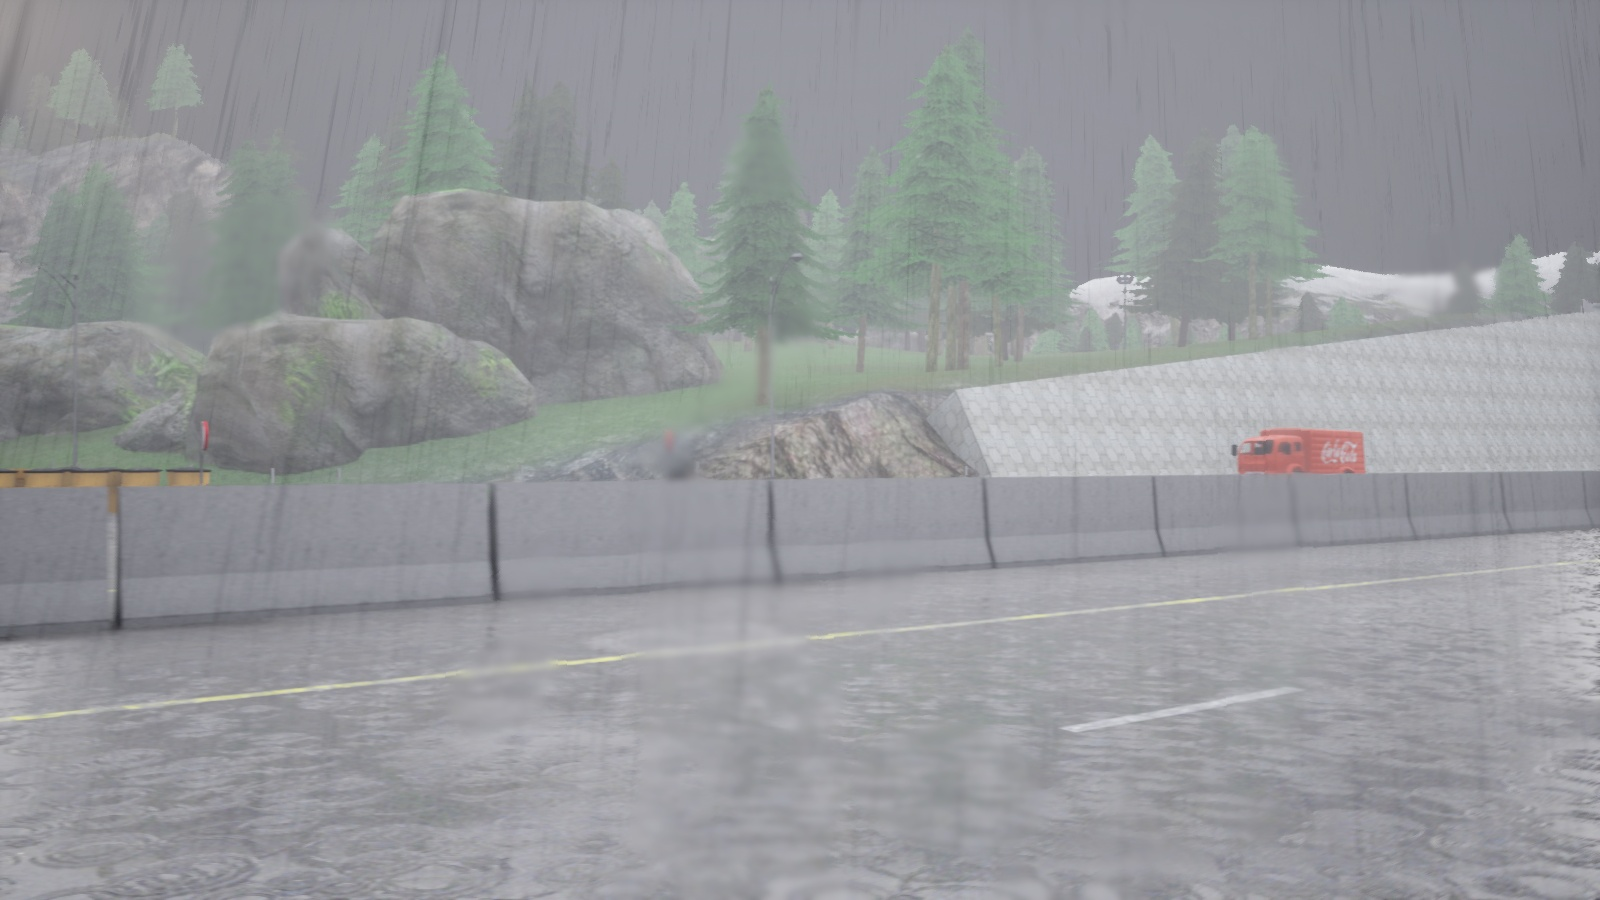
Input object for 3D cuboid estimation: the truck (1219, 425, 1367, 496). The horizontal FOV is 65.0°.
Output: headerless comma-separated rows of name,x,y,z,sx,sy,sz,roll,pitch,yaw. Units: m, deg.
truck,18.135,0.393,46.132,5.204,2.467,2.627,1,-1,-35
